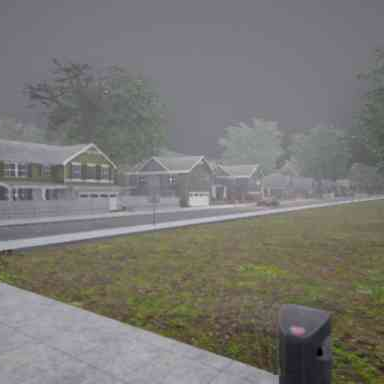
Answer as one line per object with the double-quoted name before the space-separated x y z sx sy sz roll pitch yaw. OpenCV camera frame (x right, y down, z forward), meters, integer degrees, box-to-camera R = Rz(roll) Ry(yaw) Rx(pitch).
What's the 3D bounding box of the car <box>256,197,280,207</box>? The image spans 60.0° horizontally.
"car" 11.272 1.434 48.824 2.033 1.411 5.357 0 0 35
